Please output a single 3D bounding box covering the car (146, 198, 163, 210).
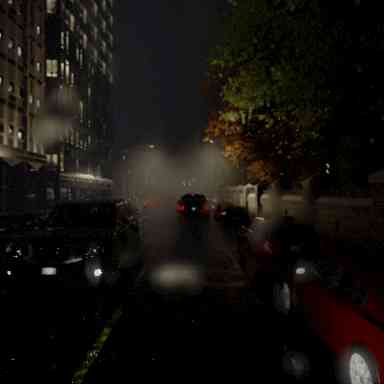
[{"bbox_3d":[-5.308,1.529,43.513,1.887,1.381,4.507,0,0,0],"label":"car"}]

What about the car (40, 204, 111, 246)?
[{"bbox_3d":[-5.312,1.437,15.789,1.967,1.590,4.097,0,0,0],"label":"car"}]

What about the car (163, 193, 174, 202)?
[{"bbox_3d":[-5.304,1.404,71.238,1.967,1.590,4.097,0,0,0],"label":"car"}]

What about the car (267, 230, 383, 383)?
[{"bbox_3d":[2.566,1.544,4.692,1.887,1.381,4.507,0,0,0],"label":"car"}]

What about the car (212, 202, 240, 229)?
[{"bbox_3d":[2.569,1.561,21.328,1.947,1.339,4.313,0,0,0],"label":"car"}]

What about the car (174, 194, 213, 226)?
[{"bbox_3d":[0.098,1.207,23.464,2.150,2.045,5.566,0,-1,0],"label":"car"}]

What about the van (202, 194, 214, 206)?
[{"bbox_3d":[2.574,1.318,54.600,1.690,1.788,3.998,0,0,0],"label":"van"}]

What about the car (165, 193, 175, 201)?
[{"bbox_3d":[-5.372,1.267,82.325,2.192,1.841,5.009,0,0,0],"label":"car"}]

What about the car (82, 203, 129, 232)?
[{"bbox_3d":[-5.312,1.521,21.163,1.752,1.417,4.829,0,0,0],"label":"car"}]

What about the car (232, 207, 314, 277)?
[{"bbox_3d":[2.567,1.438,10.237,1.967,1.590,4.097,0,0,0],"label":"car"}]

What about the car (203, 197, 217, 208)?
[{"bbox_3d":[2.573,1.525,49.055,1.887,1.381,4.507,0,0,0],"label":"car"}]

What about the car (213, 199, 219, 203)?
[{"bbox_3d":[2.570,1.537,26.873,1.887,1.381,4.507,0,0,0],"label":"car"}]

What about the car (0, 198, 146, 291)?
[{"bbox_3d":[-2.850,1.220,9.392,2.150,2.045,5.566,0,0,0],"label":"car"}]

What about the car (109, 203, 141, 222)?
[{"bbox_3d":[-5.311,1.575,26.878,1.802,1.307,4.206,0,0,0],"label":"car"}]

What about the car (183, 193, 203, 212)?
[{"bbox_3d":[0.103,1.210,39.951,2.150,2.045,5.566,0,0,0],"label":"car"}]
